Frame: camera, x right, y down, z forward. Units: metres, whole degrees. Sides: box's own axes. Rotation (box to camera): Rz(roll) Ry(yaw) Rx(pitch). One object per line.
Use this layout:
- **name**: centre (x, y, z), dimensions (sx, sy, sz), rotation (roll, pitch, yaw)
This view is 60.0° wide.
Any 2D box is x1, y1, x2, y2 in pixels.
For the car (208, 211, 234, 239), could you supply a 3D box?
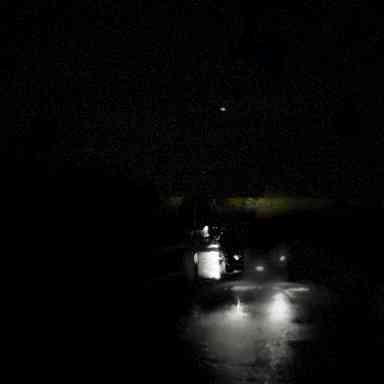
- **car**: centre (2.084, 2.302, 22.777), dimensions (2.128, 1.511, 4.902), rotation (1, -2, 0)

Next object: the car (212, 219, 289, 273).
- **car**: centre (2.014, 1.957, 12.383), dimensions (2.033, 1.411, 5.357), rotation (1, -2, 0)

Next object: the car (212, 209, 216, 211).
- **car**: centre (2.172, 2.846, 35.418), dimensions (1.994, 1.385, 4.181), rotation (1, -2, 0)

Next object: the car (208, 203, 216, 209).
- **car**: centre (5.352, 4.457, 88.346), dimensions (2.033, 1.411, 5.357), rotation (1, -1, 0)
